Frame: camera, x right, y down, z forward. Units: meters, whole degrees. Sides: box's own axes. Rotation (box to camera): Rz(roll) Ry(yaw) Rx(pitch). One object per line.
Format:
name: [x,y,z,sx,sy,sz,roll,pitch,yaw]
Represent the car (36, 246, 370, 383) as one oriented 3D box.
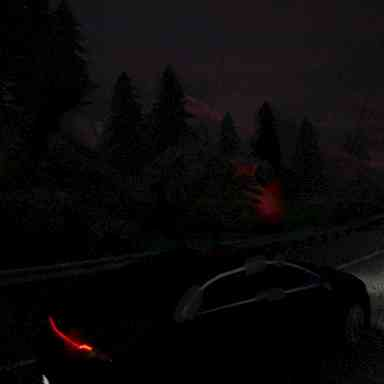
car: [0.587,1.503,4.508,4.902,1.511,2.128,0,0,-38]
